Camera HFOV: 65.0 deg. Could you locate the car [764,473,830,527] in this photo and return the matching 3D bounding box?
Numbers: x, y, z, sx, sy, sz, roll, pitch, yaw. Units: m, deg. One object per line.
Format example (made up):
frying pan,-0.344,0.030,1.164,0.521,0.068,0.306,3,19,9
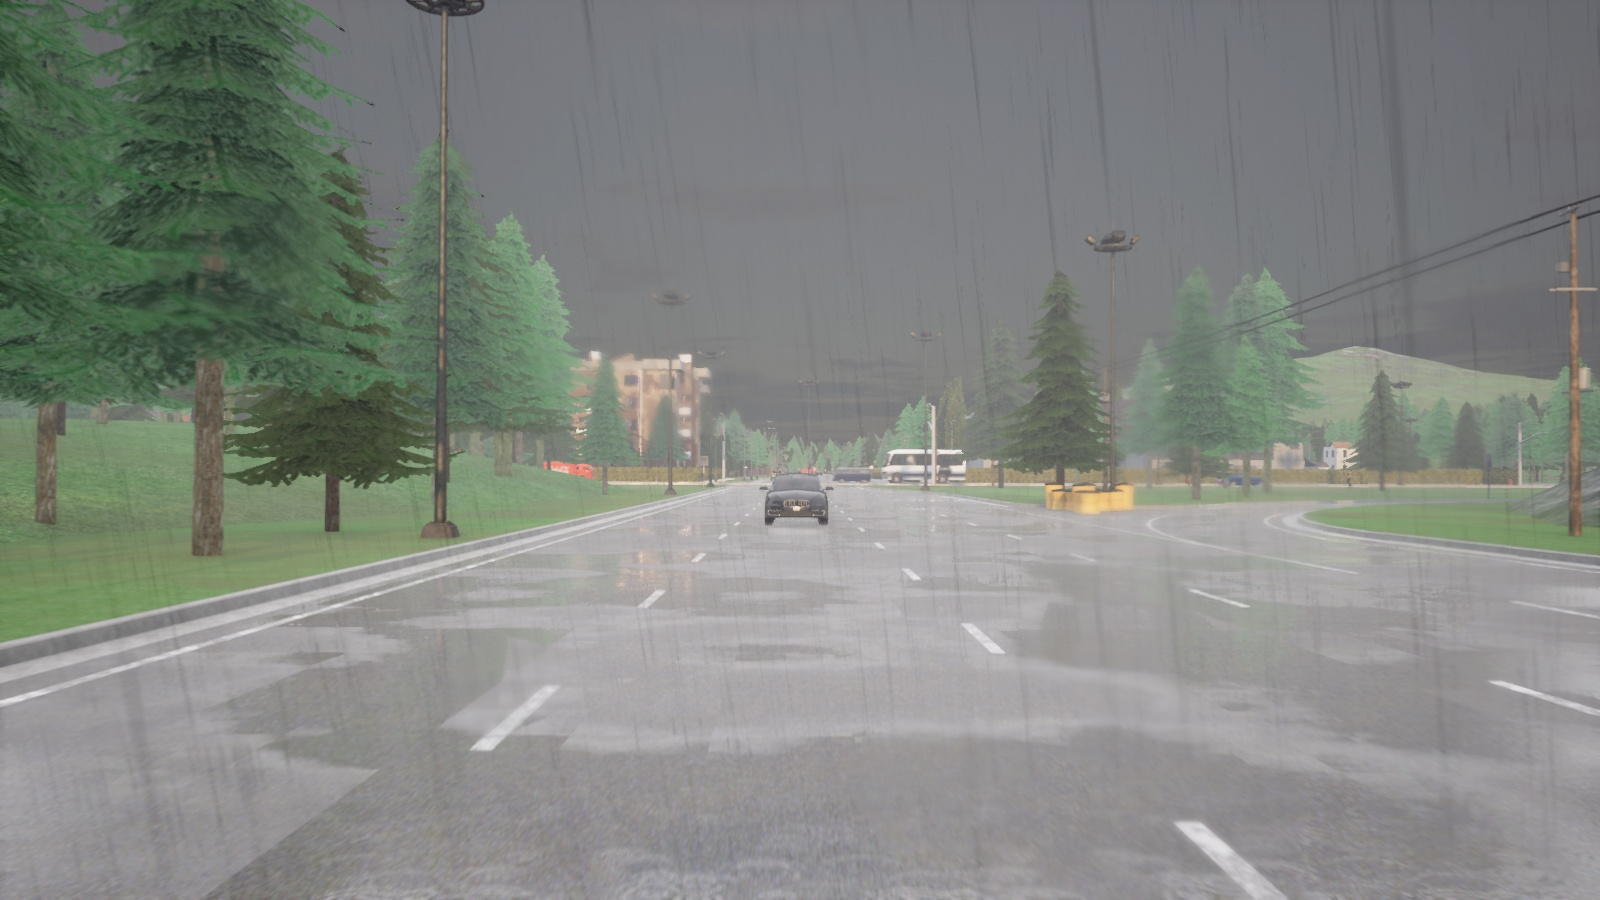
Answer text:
car,-0.091,1.450,37.671,1.837,1.490,4.892,0,-1,0
